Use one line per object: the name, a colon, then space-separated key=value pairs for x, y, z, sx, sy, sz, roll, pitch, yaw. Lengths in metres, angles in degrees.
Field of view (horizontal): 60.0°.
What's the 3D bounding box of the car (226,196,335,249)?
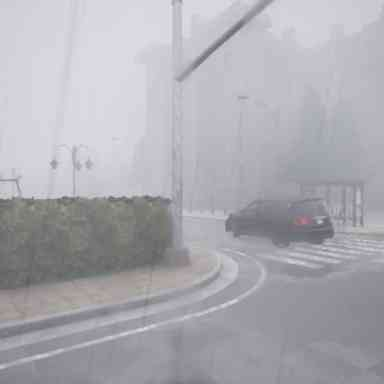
car: x=3.682 y=1.260 z=14.974 sx=2.150 sy=2.045 sz=5.566 roll=-4 pitch=1 yaw=-26
